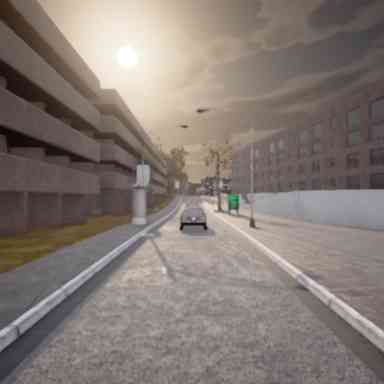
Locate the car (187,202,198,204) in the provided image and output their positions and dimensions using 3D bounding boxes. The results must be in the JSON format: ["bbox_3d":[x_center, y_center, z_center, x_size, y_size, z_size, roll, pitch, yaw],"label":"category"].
[{"bbox_3d":[0.094,2.024,41.851,2.097,1.767,4.553,0,-1,0],"label":"car"}]

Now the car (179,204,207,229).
[{"bbox_3d":[0.096,1.773,23.259,2.033,1.411,5.357,0,-1,0],"label":"car"}]
